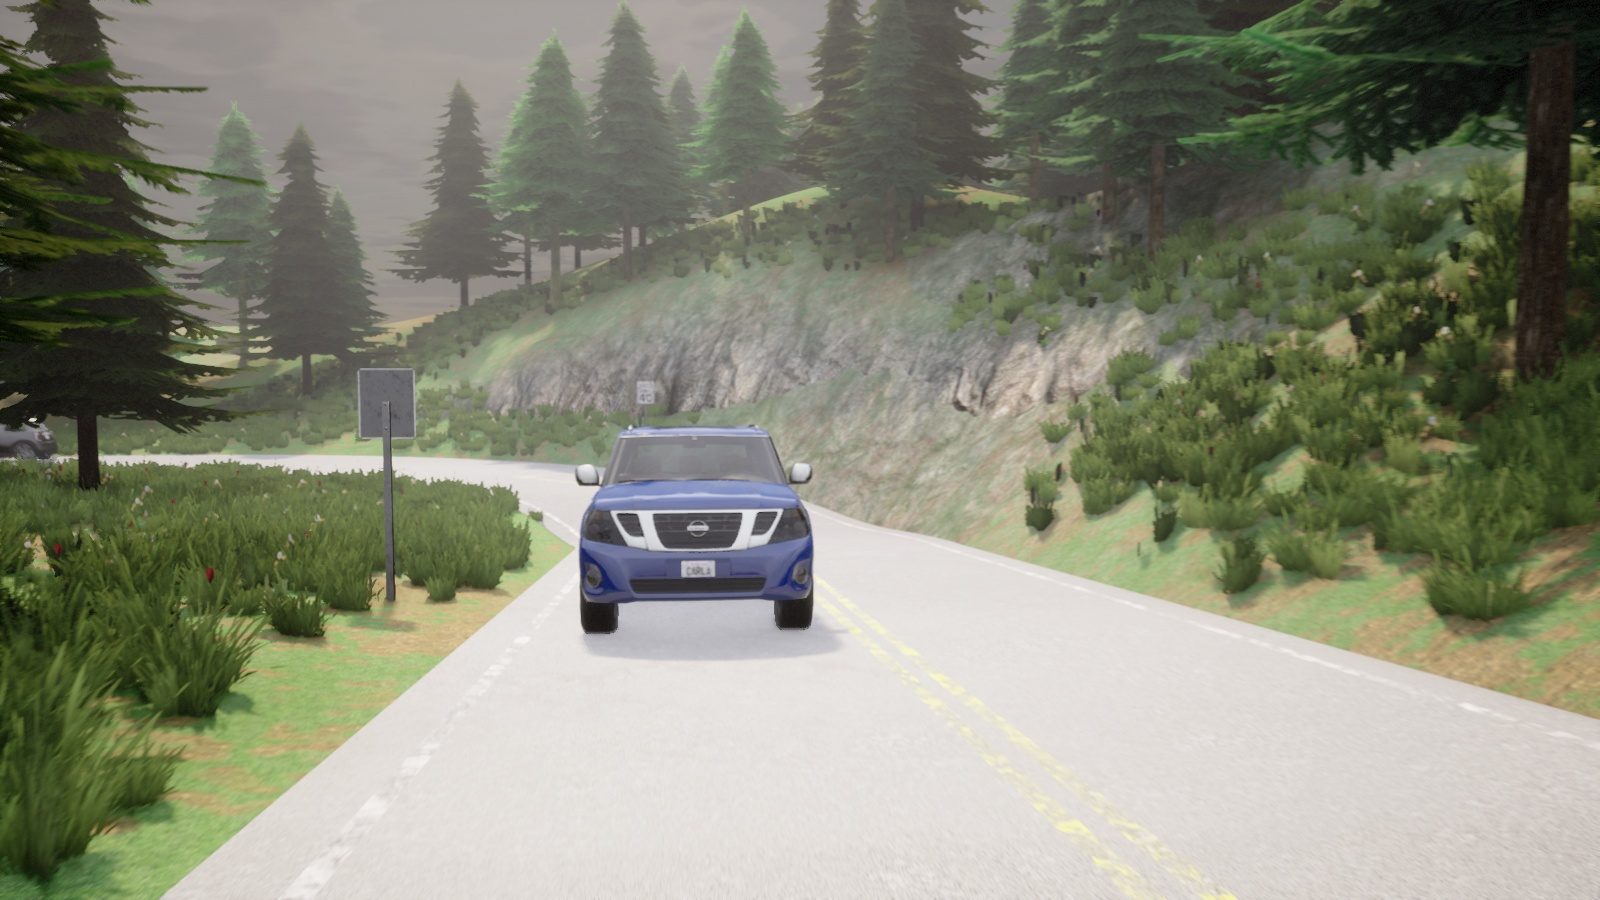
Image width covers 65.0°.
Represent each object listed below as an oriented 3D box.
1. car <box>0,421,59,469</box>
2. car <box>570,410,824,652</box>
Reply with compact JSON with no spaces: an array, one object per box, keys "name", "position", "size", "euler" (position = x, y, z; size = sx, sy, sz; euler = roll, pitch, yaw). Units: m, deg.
[{"name":"car","position":[-27.591,-0.146,42.571],"size":[3.806,1.475,1.970],"euler":[-1,4,-13]},{"name":"car","position":[-1.145,0.725,13.605],"size":[2.150,2.045,5.566],"euler":[-1,-1,-6]}]
